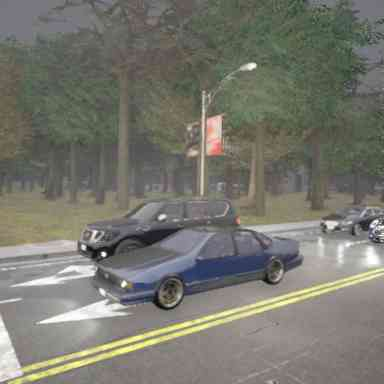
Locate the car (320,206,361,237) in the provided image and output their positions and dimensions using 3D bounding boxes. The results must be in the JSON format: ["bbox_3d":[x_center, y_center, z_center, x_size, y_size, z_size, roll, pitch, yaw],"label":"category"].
[{"bbox_3d":[8.920,1.501,18.025,4.902,1.511,2.128,0,0,-35],"label":"car"}]

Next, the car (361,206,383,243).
[{"bbox_3d":[9.780,1.360,14.651,4.553,1.767,2.097,0,0,-35],"label":"car"}]

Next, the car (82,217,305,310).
[{"bbox_3d":[0.435,1.548,7.987,5.357,1.411,2.033,0,0,-36],"label":"car"}]

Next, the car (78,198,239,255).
[{"bbox_3d":[-0.828,1.223,11.072,5.566,2.045,2.150,0,0,-35],"label":"car"}]
